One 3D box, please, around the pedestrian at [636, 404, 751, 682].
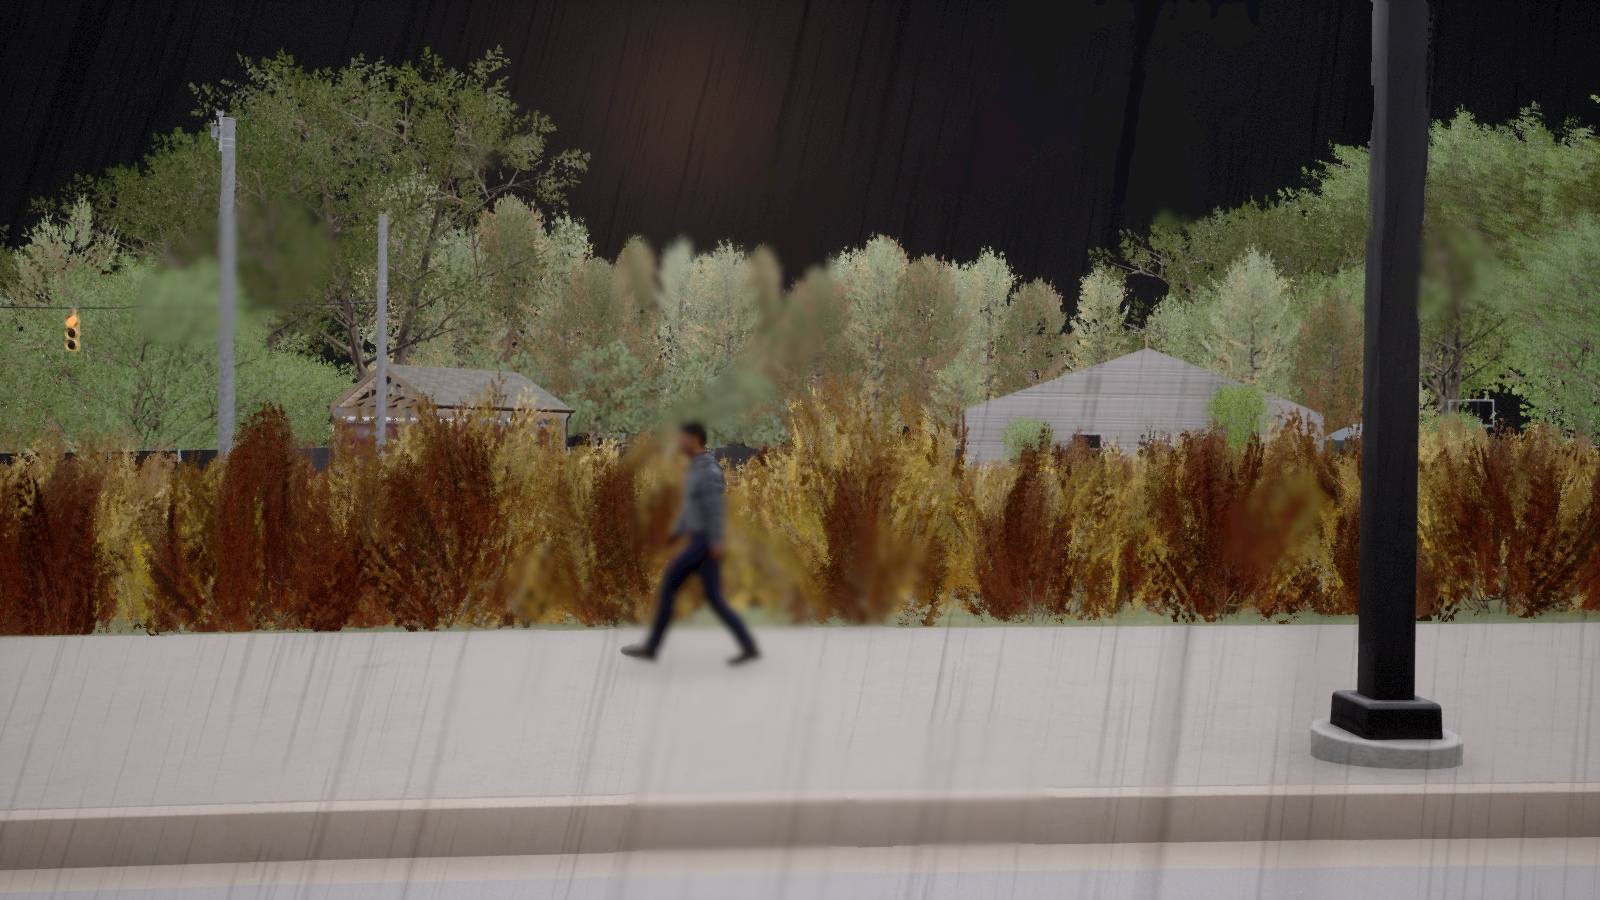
[{"bbox_3d":[-0.757,0.653,9.042,0.788,1.949,0.423,-1,1,-2],"label":"pedestrian"}]
